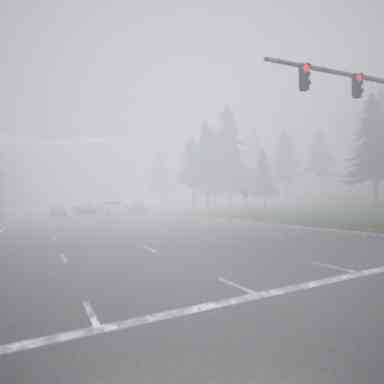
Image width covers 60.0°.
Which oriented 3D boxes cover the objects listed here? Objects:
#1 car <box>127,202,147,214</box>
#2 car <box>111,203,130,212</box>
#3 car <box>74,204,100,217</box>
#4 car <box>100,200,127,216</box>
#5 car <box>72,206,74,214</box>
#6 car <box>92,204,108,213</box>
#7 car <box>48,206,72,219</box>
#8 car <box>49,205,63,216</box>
[{"bbox_3d":[-8.298,2.271,49.110,2.097,1.767,4.553,-2,-1,-25],"label":"car"},{"bbox_3d":[-12.638,2.682,58.444,2.128,1.511,4.902,-2,-1,-25],"label":"car"},{"bbox_3d":[-14.674,2.458,46.226,2.097,1.767,4.553,-2,-1,-25],"label":"car"},{"bbox_3d":[-11.372,2.227,47.414,2.150,2.045,5.566,-2,-1,-25],"label":"car"},{"bbox_3d":[-18.980,2.881,55.487,1.837,1.490,4.892,-2,-1,-25],"label":"car"},{"bbox_3d":[-15.806,2.847,56.964,1.994,1.385,4.181,-2,-1,-25],"label":"car"},{"bbox_3d":[-17.768,2.686,44.591,2.128,1.511,4.902,-2,-1,-25],"label":"car"},{"bbox_3d":[-22.152,2.946,54.010,1.882,1.535,5.008,-2,-1,-25],"label":"car"}]
